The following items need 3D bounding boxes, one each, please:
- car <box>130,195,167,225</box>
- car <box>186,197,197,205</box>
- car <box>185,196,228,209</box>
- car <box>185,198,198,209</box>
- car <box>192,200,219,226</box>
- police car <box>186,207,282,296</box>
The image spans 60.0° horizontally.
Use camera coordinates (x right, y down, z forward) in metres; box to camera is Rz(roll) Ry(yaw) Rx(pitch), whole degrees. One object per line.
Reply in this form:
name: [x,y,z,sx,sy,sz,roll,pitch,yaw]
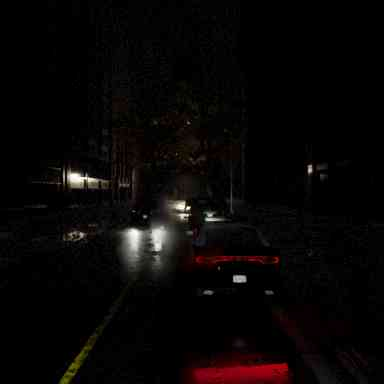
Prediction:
car: [-3.032,1.228,24.251,2.150,2.045,5.566,0,0,0]
car: [-0.080,1.645,60.120,1.895,1.301,4.718,0,0,0]
car: [0.876,1.229,18.739,2.150,2.045,5.566,0,0,0]
car: [-0.049,1.551,46.053,1.812,1.442,4.674,0,0,0]
car: [0.868,1.464,24.899,1.801,1.575,5.366,0,0,0]
police car: [0.890,1.426,8.819,1.930,1.638,5.238,0,0,0]
